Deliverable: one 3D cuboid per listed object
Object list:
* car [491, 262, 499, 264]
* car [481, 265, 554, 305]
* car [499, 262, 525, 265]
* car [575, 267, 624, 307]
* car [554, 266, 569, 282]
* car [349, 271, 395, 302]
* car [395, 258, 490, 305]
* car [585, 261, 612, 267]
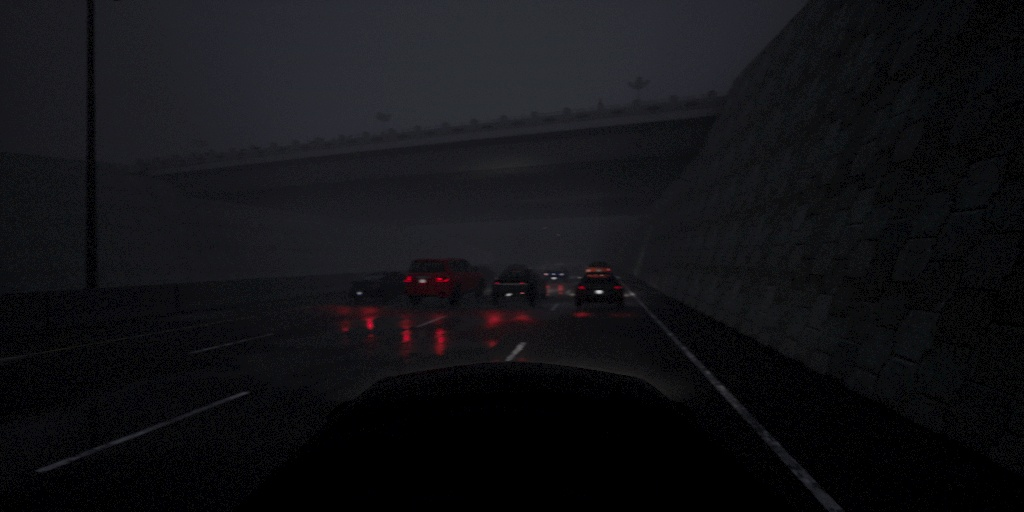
[{"bbox_3d":[-2.927,1.564,32.628,2.033,1.411,5.357,-1,0,14],"label":"car"},{"bbox_3d":[0.448,1.348,16.704,2.128,1.511,4.902,-1,0,14],"label":"car"},{"bbox_3d":[0.590,1.446,32.274,1.882,1.535,5.008,-1,0,14],"label":"car"},{"bbox_3d":[3.846,1.369,15.860,1.994,1.385,4.181,-1,0,14],"label":"car"},{"bbox_3d":[3.907,1.518,31.106,1.895,1.301,4.718,-1,0,14],"label":"car"},{"bbox_3d":[-6.335,1.481,18.429,1.812,1.442,4.674,-1,0,14],"label":"car"},{"bbox_3d":[-3.024,1.121,17.262,2.150,2.045,5.566,-1,0,14],"label":"car"},{"bbox_3d":[7.301,1.217,30.266,2.097,1.767,4.553,-1,-1,14],"label":"car"}]
